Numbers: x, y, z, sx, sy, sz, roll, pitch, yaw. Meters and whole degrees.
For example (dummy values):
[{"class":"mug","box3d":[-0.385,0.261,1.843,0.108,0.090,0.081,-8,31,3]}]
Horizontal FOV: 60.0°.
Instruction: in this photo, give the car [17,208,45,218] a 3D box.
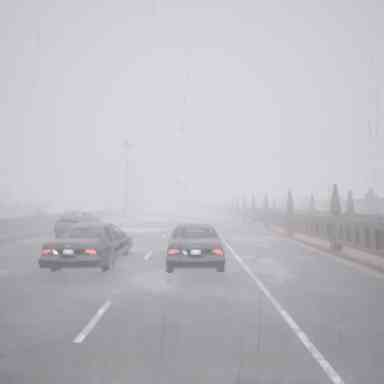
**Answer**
[{"class":"car","box3d":[-17.595,2.538,36.979,1.812,1.442,4.674,0,-2,0]}]

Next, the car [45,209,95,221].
[{"class":"car","box3d":[-6.903,1.998,20.751,2.128,1.511,4.902,0,-2,0]}]

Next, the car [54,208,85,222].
[{"class":"car","box3d":[-14.089,2.623,38.487,1.994,1.385,4.181,0,-2,0]}]

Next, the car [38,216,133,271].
[{"class":"car","box3d":[-3.402,1.769,11.641,2.033,1.411,5.357,0,-2,0]}]

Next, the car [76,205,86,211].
[{"class":"car","box3d":[-24.629,3.599,73.748,1.895,1.301,4.718,1,-2,-16]}]

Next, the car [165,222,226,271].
[{"class":"car","box3d":[0.100,1.768,11.592,2.033,1.411,5.357,0,-2,0]}]
